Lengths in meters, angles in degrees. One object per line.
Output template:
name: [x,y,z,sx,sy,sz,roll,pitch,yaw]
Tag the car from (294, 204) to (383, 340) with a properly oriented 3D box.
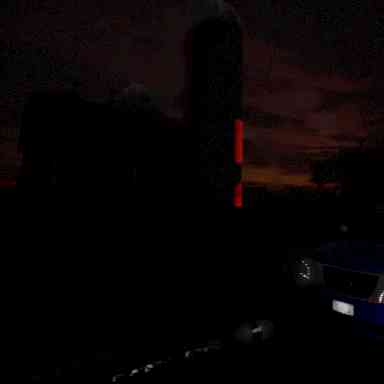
car: [4.304,1.226,6.129,5.566,2.045,2.150,0,0,-35]
